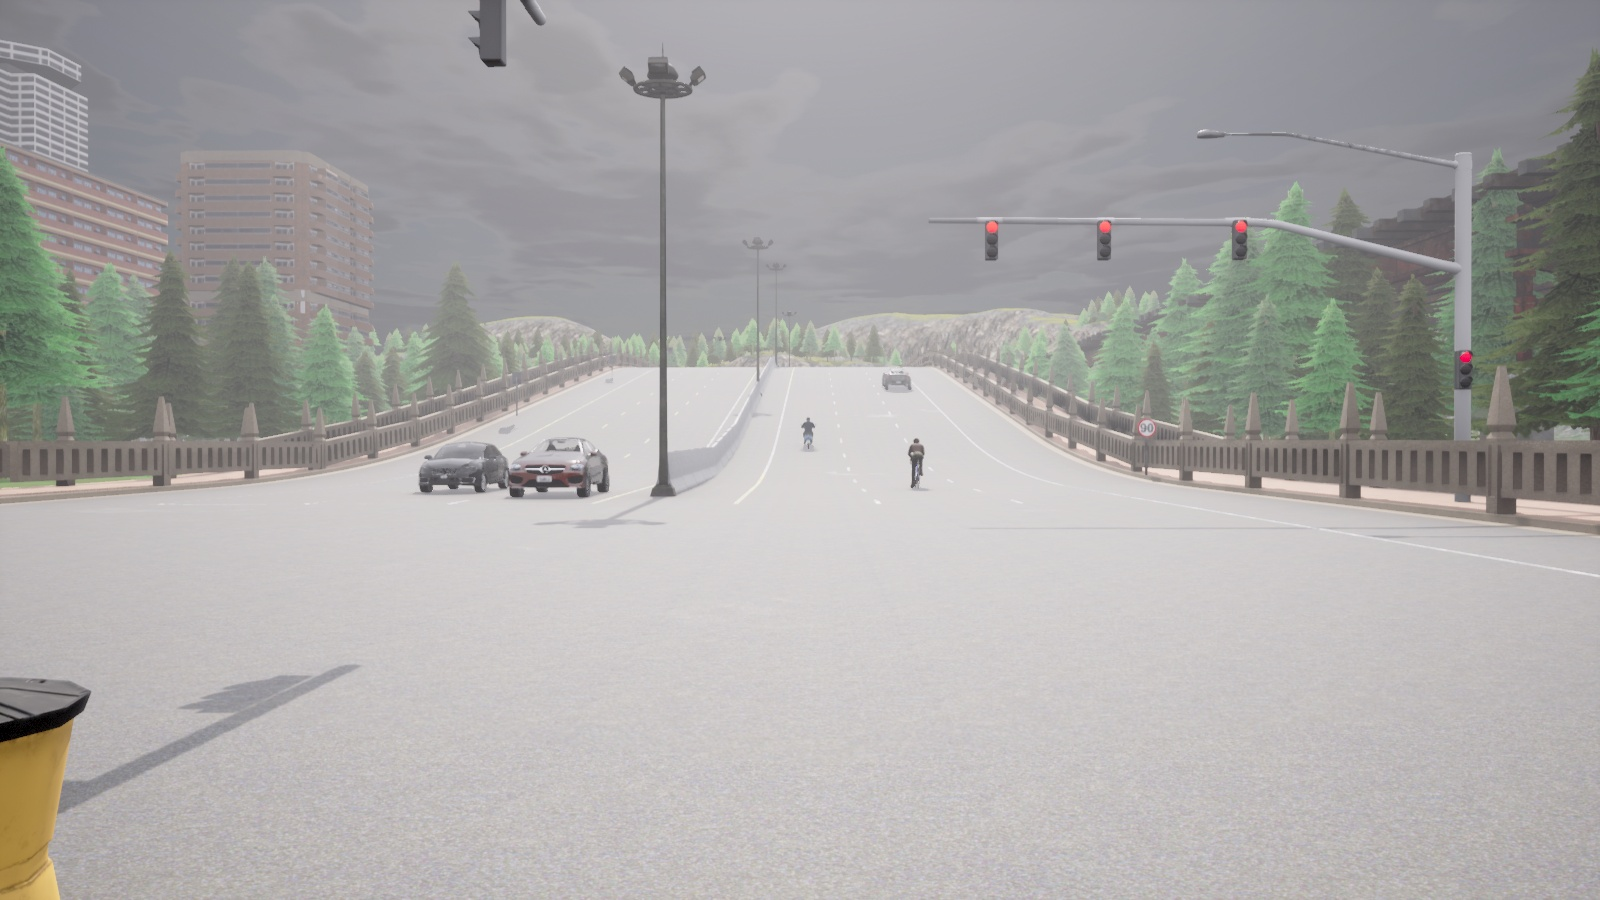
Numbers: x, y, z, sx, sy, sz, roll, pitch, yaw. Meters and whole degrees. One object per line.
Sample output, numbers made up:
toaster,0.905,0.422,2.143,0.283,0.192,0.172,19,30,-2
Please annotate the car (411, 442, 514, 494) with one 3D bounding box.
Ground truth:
car,-10.276,0.508,38.648,1.837,1.490,4.892,0,0,0

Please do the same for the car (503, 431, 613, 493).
car,-6.792,0.303,35.853,2.152,1.651,5.027,0,0,0
